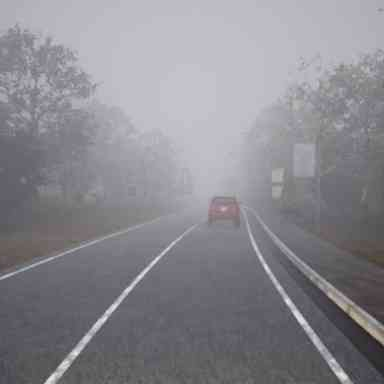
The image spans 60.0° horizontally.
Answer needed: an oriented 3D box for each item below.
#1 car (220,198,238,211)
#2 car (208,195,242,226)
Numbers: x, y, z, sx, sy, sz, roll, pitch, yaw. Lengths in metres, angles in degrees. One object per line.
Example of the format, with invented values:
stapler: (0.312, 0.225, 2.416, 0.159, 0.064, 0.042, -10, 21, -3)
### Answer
car: (4.727, 1.547, 42.749, 2.128, 1.511, 4.902, 1, 0, 5)
car: (2.416, 1.265, 24.395, 2.150, 2.045, 5.566, 1, 0, 8)
